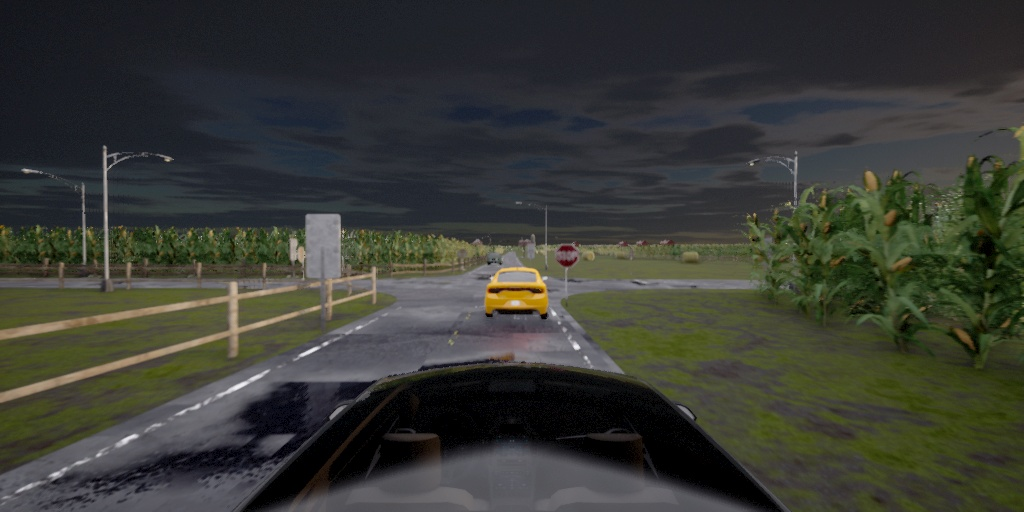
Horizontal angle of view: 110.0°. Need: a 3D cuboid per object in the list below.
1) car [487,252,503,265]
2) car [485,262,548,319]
[{"bbox_3d":[-2.769,0.435,57.013,2.150,2.045,5.566,0,1,1],"label":"car"},{"bbox_3d":[0.228,1.133,12.448,1.882,1.535,5.008,0,0,3],"label":"car"}]
